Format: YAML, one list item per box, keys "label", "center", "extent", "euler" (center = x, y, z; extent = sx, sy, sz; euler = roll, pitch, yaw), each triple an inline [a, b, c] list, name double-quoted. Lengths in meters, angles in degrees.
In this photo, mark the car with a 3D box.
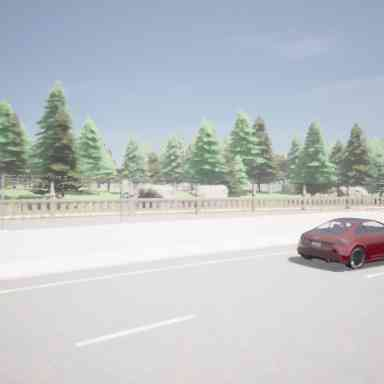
- label: "car"
  center: [5.479, 1.530, 10.917]
  extent: [4.181, 1.385, 1.994]
  euler: [0, 0, -29]
